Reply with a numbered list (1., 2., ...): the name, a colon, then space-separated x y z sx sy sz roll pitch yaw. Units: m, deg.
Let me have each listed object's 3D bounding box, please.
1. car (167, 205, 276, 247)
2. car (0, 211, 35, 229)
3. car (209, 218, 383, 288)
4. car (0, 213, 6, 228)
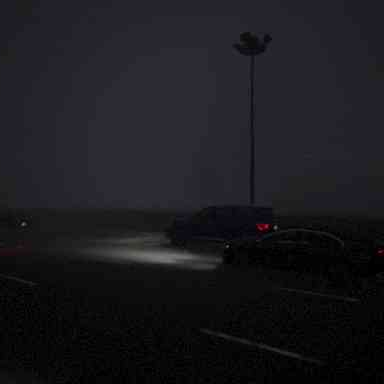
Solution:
1. car: 1.391 1.638 15.787 5.566 2.045 2.150 -1 -2 35
2. car: -14.978 2.237 27.313 4.718 1.301 1.895 -1 -2 35
3. car: 3.260 1.773 10.181 4.902 1.511 2.128 -1 -2 35
4. car: -11.636 1.865 16.400 4.902 1.511 2.128 -1 -2 35
